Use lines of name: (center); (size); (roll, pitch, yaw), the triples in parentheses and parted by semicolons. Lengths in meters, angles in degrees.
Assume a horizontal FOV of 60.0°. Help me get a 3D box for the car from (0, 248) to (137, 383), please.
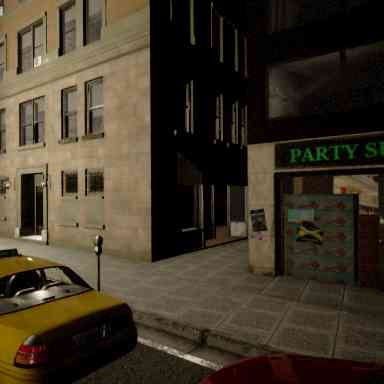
car: (-2.955, 1.526, 4.970); (4.829, 1.417, 1.752); (0, -1, 36)

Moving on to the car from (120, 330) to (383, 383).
car: (1.799, 1.582, 1.571); (4.206, 1.307, 1.802); (0, -1, 36)
